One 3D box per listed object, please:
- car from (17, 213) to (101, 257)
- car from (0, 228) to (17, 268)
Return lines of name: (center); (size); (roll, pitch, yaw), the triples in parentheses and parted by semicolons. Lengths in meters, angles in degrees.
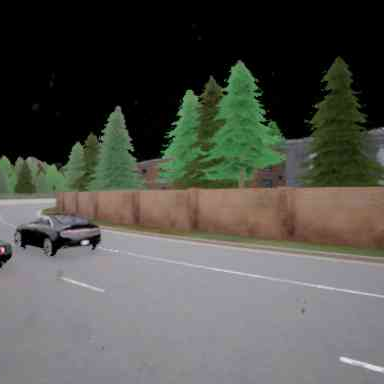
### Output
car: (-5.592, 1.620, 13.604); (4.902, 1.511, 2.128); (-1, -1, 44)
car: (-7.491, 1.710, 10.525); (4.718, 1.301, 1.895); (-1, -1, 43)
